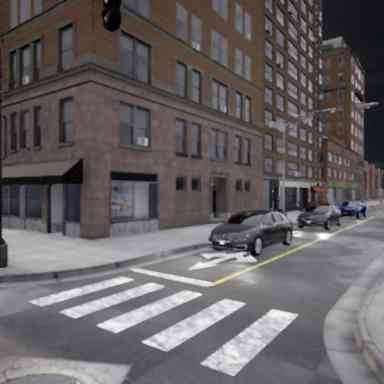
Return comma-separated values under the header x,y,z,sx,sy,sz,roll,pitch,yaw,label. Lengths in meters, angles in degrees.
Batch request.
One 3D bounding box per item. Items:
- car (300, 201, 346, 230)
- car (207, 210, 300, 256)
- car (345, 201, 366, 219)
x,y,z,sx,sy,sz,roll,pitch,yaw,label
8.233,1.528,21.383,1.837,1.490,4.892,0,0,36,car
2.501,1.509,13.406,1.837,1.490,4.892,0,0,37,car
14.273,1.525,29.782,1.882,1.535,5.008,0,0,36,car
